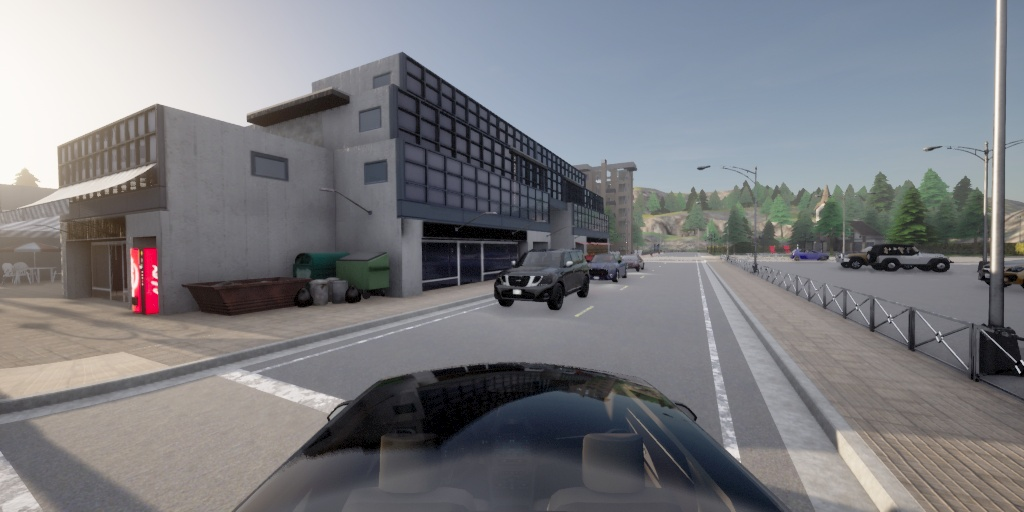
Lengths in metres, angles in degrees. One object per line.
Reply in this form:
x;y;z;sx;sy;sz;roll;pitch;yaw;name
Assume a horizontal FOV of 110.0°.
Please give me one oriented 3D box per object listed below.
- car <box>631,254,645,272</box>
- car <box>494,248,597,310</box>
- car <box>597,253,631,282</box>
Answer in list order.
10.520;0.559;31.731;1.812;1.442;4.674;0;1;27;car
1.409;0.730;13.849;2.150;2.045;5.566;0;1;27;car
5.872;0.627;22.615;2.097;1.767;4.553;0;1;27;car
